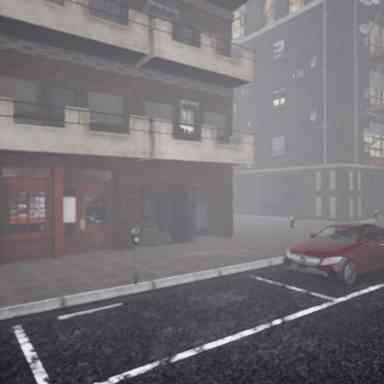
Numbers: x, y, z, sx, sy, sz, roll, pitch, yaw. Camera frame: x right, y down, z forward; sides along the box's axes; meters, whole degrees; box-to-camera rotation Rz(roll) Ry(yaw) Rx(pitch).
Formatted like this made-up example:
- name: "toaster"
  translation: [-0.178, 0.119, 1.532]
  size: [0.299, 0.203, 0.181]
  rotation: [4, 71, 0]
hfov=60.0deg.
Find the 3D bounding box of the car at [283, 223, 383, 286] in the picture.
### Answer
- name: "car"
  translation: [4.369, 1.543, 9.265]
  size: [4.206, 1.307, 1.802]
  rotation: [0, 0, -36]
